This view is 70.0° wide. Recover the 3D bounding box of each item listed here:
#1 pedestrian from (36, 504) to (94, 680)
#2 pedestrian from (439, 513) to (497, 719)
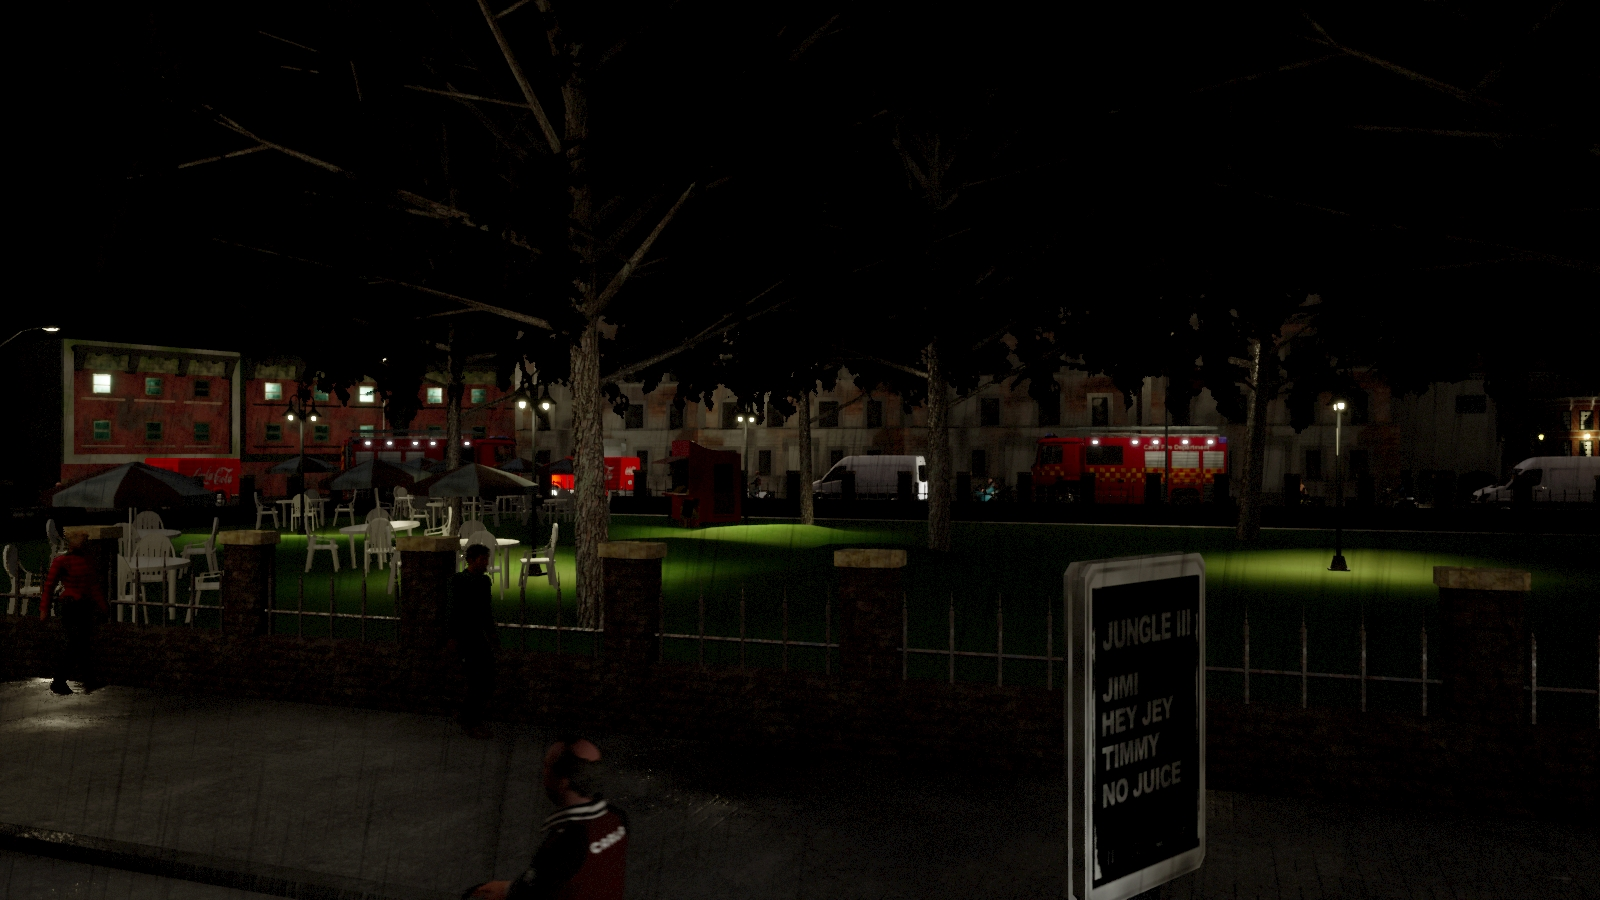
[{"bbox_3d":[-8.006,1.530,12.453,0.375,1.860,0.375,0,0,20],"label":"pedestrian"},{"bbox_3d":[-3.098,1.528,10.664,0.375,1.860,0.375,0,0,21],"label":"pedestrian"}]
